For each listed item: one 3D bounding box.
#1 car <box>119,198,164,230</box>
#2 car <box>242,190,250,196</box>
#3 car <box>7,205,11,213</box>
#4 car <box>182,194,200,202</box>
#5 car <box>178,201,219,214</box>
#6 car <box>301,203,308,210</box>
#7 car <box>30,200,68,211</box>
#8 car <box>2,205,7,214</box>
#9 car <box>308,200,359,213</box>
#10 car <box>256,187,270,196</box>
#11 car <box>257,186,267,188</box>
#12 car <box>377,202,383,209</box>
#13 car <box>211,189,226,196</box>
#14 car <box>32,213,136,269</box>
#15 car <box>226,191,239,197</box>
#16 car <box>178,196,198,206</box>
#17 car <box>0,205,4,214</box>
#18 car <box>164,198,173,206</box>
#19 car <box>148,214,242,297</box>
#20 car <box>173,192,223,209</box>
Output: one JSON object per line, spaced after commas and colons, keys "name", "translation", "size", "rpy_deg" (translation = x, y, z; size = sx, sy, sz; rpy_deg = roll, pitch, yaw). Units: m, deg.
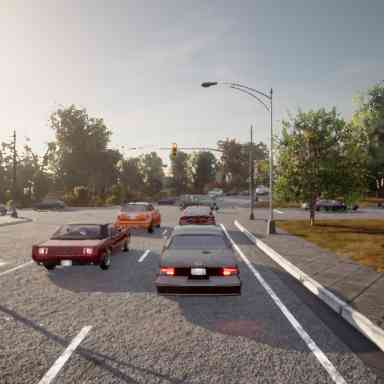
{"name": "car", "translation": [-3.138, 1.397, 20.108], "size": [2.097, 1.767, 4.553], "rpy_deg": [0, 0, 2]}
{"name": "car", "translation": [14.325, 0.261, 84.711], "size": [2.128, 1.511, 4.902], "rpy_deg": [0, 3, 33]}
{"name": "car", "translation": [-22.425, 1.745, 36.385], "size": [4.902, 1.511, 2.128], "rpy_deg": [-1, 0, 2]}
{"name": "car", "translation": [-0.205, 1.274, 71.594], "size": [2.033, 1.411, 5.357], "rpy_deg": [0, 2, 21]}
{"name": "car", "translation": [0.330, 1.518, 18.539], "size": [1.882, 1.535, 5.008], "rpy_deg": [0, 0, 2]}
{"name": "car", "translation": [16.053, 1.662, 41.249], "size": [4.718, 1.301, 1.895], "rpy_deg": [-1, 0, 4]}
{"name": "car", "translation": [-18.527, 1.725, 43.226], "size": [4.674, 1.442, 1.812], "rpy_deg": [-1, 0, 4]}
{"name": "car", "translation": [-21.556, 1.708, 32.839], "size": [4.902, 1.511, 2.128], "rpy_deg": [-1, 0, 4]}
{"name": "car", "translation": [16.123, 1.646, 37.739], "size": [4.718, 1.301, 1.895], "rpy_deg": [-1, 0, 4]}
{"name": "car", "translation": [17.866, 0.264, 83.786], "size": [1.895, 1.301, 4.718], "rpy_deg": [0, 3, 33]}
{"name": "car", "translation": [20.017, -0.763, 93.188], "size": [2.150, 2.045, 5.566], "rpy_deg": [0, 3, 38]}
{"name": "car", "translation": [25.750, 1.401, 40.656], "size": [5.357, 1.411, 2.033], "rpy_deg": [-2, 0, 3]}
{"name": "car", "translation": [5.959, 0.245, 84.250], "size": [2.150, 2.045, 5.566], "rpy_deg": [0, 3, 28]}
{"name": "car", "translation": [-3.336, 1.618, 11.130], "size": [1.895, 1.301, 4.718], "rpy_deg": [0, 0, 1]}
{"name": "car", "translation": [10.126, 0.477, 84.545], "size": [1.895, 1.301, 4.718], "rpy_deg": [0, 3, 30]}
{"name": "car", "translation": [-0.668, 1.600, 60.117], "size": [2.033, 1.411, 5.357], "rpy_deg": [0, 1, 18]}
{"name": "car", "translation": [-3.408, 1.222, 1.359], "size": [2.150, 2.045, 5.566], "rpy_deg": [0, 0, -1]}
{"name": "car", "translation": [-4.657, 1.694, 58.988], "size": [1.895, 1.301, 4.718], "rpy_deg": [0, 1, 17]}
{"name": "car", "translation": [0.144, 1.558, 8.792], "size": [2.033, 1.411, 5.357], "rpy_deg": [0, 0, 0]}
{"name": "car", "translation": [0.717, 1.329, 38.741], "size": [2.150, 2.045, 5.566], "rpy_deg": [-1, 0, -41]}
